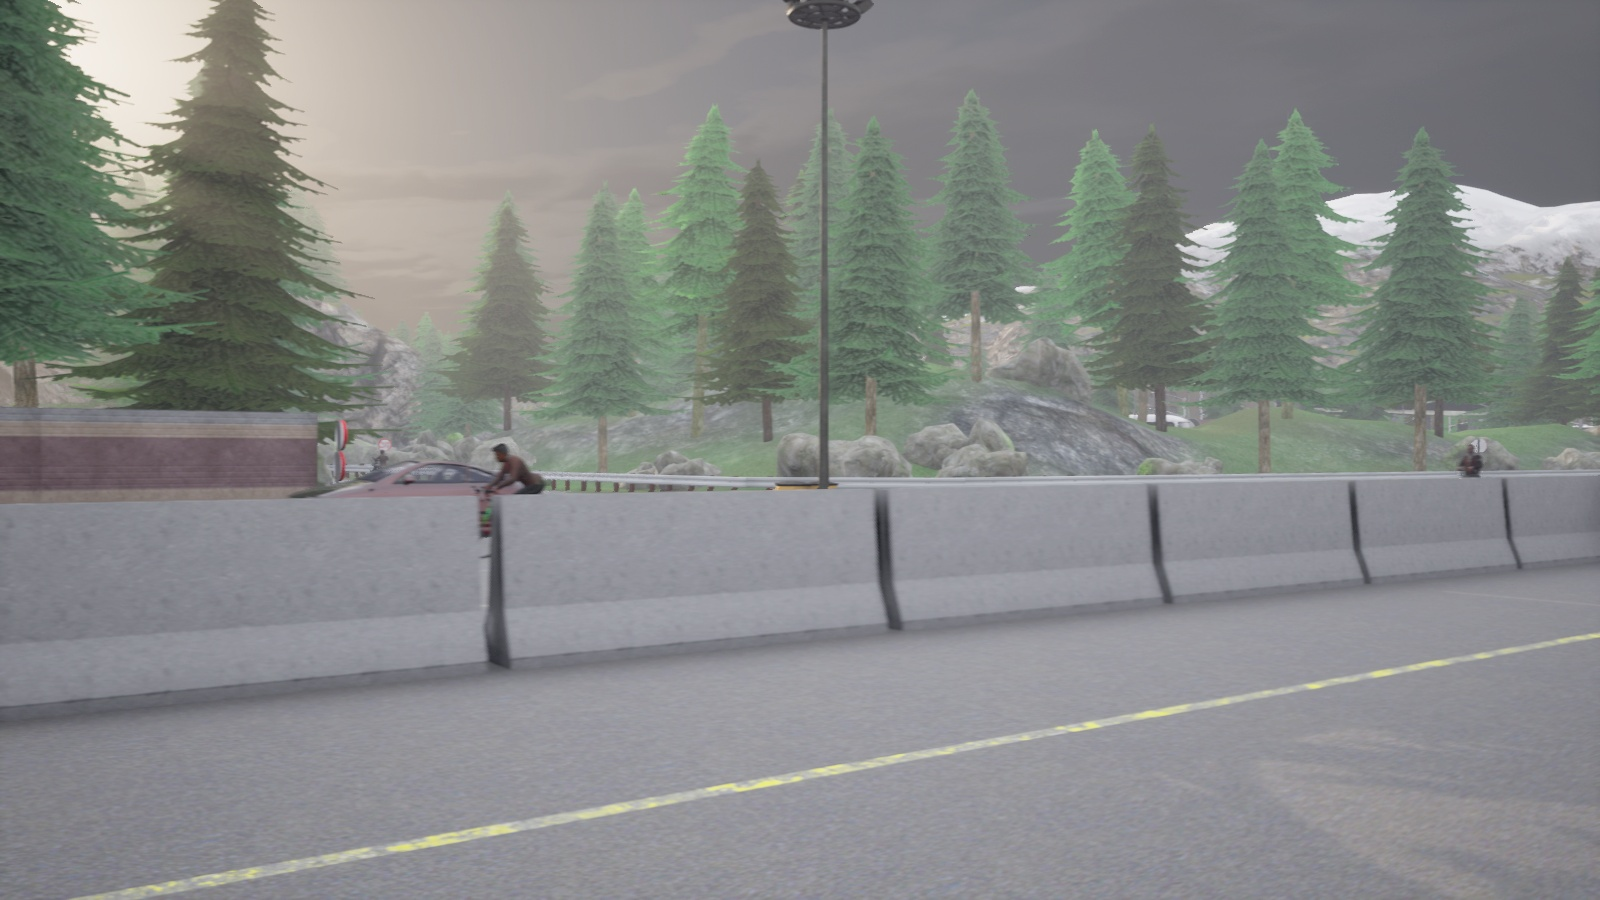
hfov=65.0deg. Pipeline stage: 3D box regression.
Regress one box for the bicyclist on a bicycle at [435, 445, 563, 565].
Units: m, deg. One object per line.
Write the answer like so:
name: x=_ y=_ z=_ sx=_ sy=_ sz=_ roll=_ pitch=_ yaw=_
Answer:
bicyclist on a bicycle: x=-4.245 y=0.750 z=17.761 sx=1.656 sy=1.620 sz=0.582 roll=0 pitch=0 yaw=-35

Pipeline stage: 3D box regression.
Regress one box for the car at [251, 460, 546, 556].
car: x=-6.494 y=0.873 z=20.460 sx=4.181 sy=1.385 sz=1.994 roll=0 pitch=0 yaw=-35

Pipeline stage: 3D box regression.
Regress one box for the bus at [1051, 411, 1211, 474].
bus: x=23.400 y=-0.479 z=89.126 sx=10.273 sy=4.253 sz=3.944 roll=0 pitch=0 yaw=33
